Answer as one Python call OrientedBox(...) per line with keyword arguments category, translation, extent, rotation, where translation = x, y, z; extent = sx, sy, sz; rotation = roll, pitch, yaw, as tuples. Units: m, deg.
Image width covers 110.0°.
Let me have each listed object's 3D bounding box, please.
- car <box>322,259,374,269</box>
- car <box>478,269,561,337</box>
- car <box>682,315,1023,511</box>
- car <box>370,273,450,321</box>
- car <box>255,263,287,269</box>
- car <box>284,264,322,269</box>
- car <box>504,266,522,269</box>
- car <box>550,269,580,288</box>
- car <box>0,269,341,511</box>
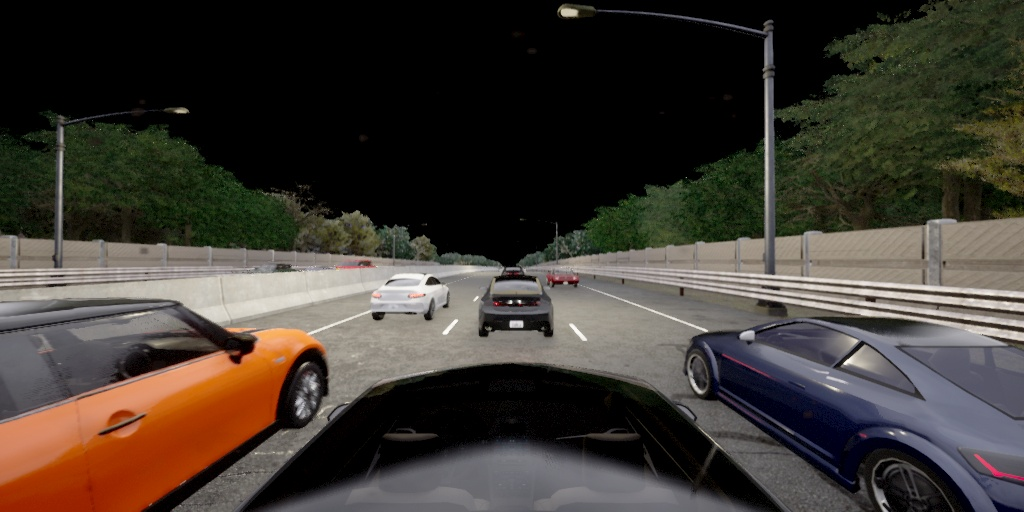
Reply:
OrientedBox(category="car", translation=(-14.108, 1.307, 31.899), extent=(2.150, 2.045, 5.566), rotation=(0, -1, 0))
OrientedBox(category="car", translation=(0.098, 1.282, 10.350), extent=(1.837, 1.490, 4.892), rotation=(0, 0, 0))
OrientedBox(category="car", translation=(3.600, 1.315, 3.800), extent=(1.994, 1.385, 4.181), rotation=(0, 0, 0))
OrientedBox(category="car", translation=(-3.403, 1.318, 12.585), extent=(1.812, 1.442, 4.674), rotation=(0, 0, 0))
OrientedBox(category="car", translation=(-21.107, 1.427, 31.457), extent=(2.097, 1.767, 4.553), rotation=(0, -1, 0))
OrientedBox(category="car", translation=(-17.608, 1.640, 32.300), extent=(2.033, 1.411, 5.357), rotation=(0, -1, 0))
OrientedBox(category="car", translation=(0.090, 1.516, 28.348), extent=(1.837, 1.490, 4.892), rotation=(0, -1, 0))
OrientedBox(category="car", translation=(3.592, 1.572, 26.271), extent=(1.895, 1.301, 4.718), rotation=(0, -1, 0))
OrientedBox(category="car", translation=(-3.401, 1.103, 2.761), extent=(2.097, 1.767, 4.553), rotation=(0, 0, 0))
